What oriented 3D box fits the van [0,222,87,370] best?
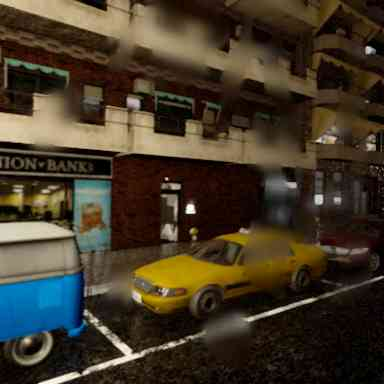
[{"bbox_3d":[-3.374,1.343,4.098,3.998,1.788,1.690,0,1,-35],"label":"van"}]

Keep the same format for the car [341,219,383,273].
[{"bbox_3d":[5.660,1.538,10.536,4.206,1.307,1.802,0,1,-35],"label":"car"}]

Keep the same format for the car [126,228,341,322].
[{"bbox_3d":[1.006,1.505,7.217,4.829,1.417,1.752,0,1,-35],"label":"car"}]
